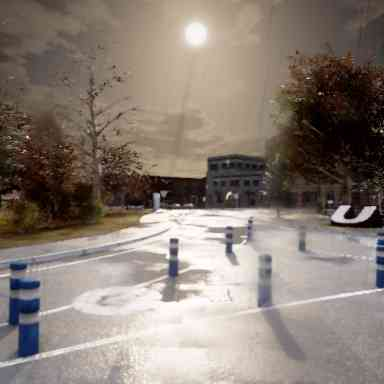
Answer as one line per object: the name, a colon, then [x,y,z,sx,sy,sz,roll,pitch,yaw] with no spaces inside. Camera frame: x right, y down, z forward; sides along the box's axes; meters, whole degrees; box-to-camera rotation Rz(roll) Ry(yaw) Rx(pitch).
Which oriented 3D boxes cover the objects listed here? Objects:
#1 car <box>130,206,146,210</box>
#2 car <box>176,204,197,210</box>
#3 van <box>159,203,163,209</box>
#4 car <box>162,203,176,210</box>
car: [-14.348,4.585,92.065,2.002,1.452,4.674,1,-4,-38]
car: [-0.796,3.377,74.727,2.002,1.452,4.674,3,-5,-38]
van: [-7.639,3.720,83.475,1.878,1.987,4.442,1,-4,-38]
car: [-4.186,3.667,79.044,2.163,1.488,4.792,1,-4,-38]
